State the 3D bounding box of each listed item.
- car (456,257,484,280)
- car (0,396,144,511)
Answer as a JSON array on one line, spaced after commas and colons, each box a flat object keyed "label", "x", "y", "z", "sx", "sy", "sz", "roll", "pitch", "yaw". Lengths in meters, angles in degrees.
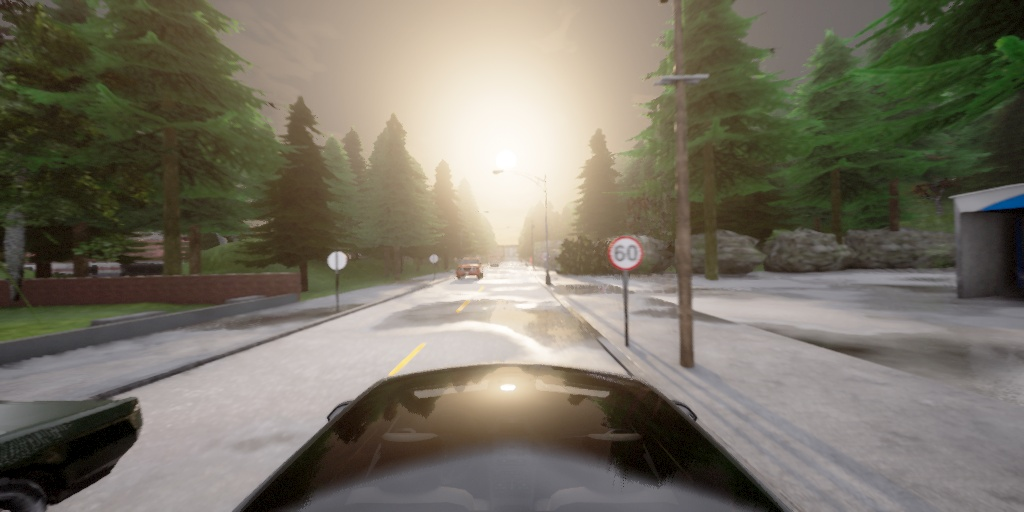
[{"label": "car", "x": -3.955, "y": 1.162, "z": 34.423, "sx": 2.150, "sy": 2.045, "sz": 5.566, "roll": -1, "pitch": 0, "yaw": 0}, {"label": "car", "x": -4.187, "y": 1.447, "z": 0.874, "sx": 1.895, "sy": 1.301, "sz": 4.718, "roll": -1, "pitch": 0, "yaw": 0}]
